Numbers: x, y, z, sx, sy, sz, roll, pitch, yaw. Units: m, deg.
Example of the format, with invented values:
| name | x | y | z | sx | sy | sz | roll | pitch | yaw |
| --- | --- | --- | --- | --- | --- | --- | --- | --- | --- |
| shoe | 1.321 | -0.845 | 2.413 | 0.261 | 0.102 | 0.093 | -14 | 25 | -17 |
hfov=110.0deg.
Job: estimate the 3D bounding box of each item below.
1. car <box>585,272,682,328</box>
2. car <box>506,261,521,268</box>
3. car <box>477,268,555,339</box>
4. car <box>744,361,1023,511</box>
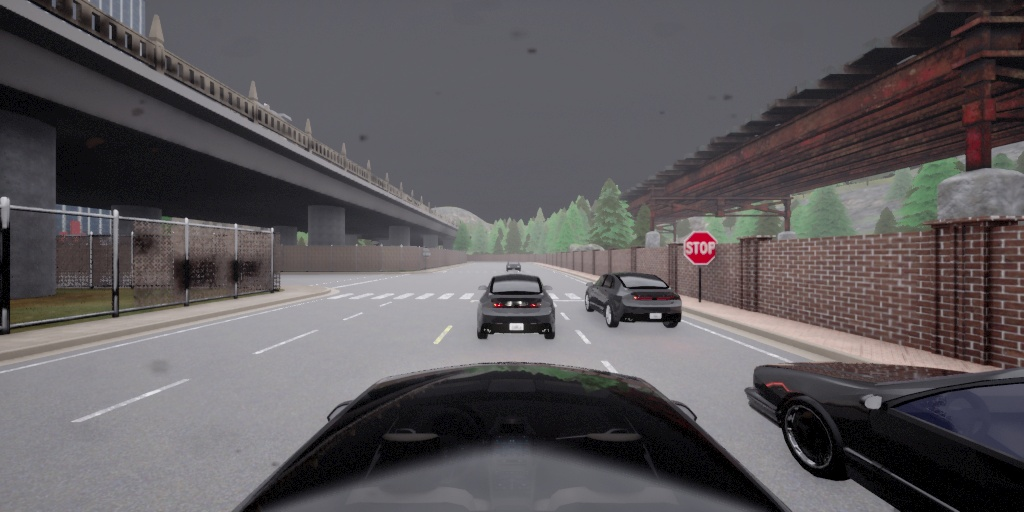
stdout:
| name | x | y | z | sx | sy | sz | roll | pitch | yaw |
| --- | --- | --- | --- | --- | --- | --- | --- | --- | --- |
| car | 3.600 | 1.255 | 11.393 | 1.837 | 1.490 | 4.892 | 0 | 0 | 0 |
| car | 0.184 | 1.351 | 46.316 | 1.895 | 1.301 | 4.718 | 0 | 0 | -1 |
| car | 0.099 | 1.255 | 10.034 | 1.837 | 1.490 | 4.892 | 0 | 0 | 0 |
| car | 3.600 | 1.297 | 1.647 | 2.033 | 1.411 | 5.357 | 0 | 0 | 0 |
